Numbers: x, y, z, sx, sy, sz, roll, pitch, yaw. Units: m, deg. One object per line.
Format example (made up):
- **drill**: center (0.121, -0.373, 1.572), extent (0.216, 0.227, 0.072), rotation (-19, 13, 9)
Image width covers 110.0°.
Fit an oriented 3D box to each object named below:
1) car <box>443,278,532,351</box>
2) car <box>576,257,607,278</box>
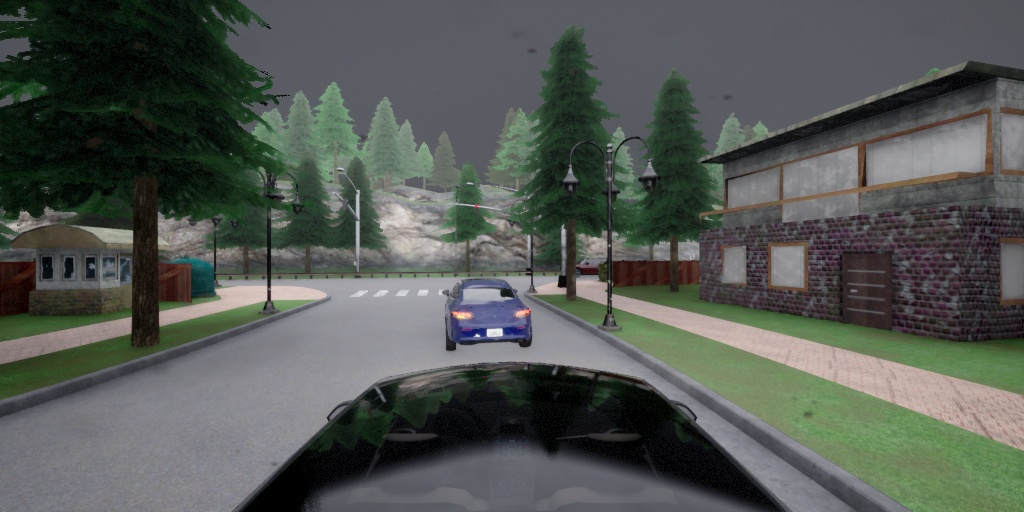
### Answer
- **car**: center (-0.748, 1.276, 9.001), extent (1.812, 1.442, 4.674), rotation (0, 0, -11)
- **car**: center (6.635, 0.945, 31.479), extent (4.553, 1.767, 2.097), rotation (0, 0, -12)
